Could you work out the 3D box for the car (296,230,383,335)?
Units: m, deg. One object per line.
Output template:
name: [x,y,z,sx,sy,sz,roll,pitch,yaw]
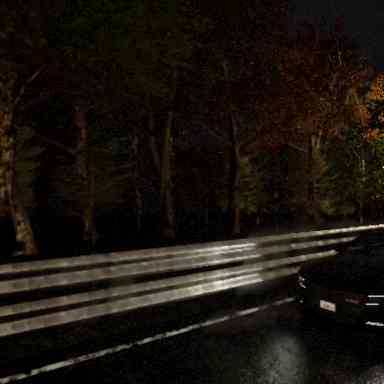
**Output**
car: [4.151,1.524,6.646,5.008,1.535,1.882,1,0,-35]
